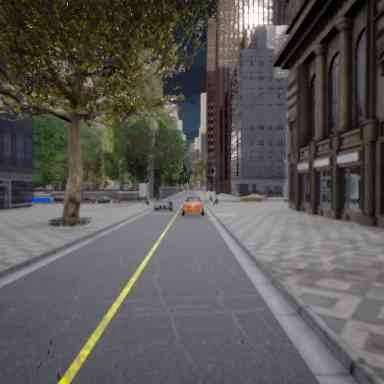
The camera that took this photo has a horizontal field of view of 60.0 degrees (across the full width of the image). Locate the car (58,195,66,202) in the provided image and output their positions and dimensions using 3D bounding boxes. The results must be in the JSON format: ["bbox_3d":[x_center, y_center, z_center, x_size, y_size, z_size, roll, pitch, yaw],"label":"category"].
[{"bbox_3d":[-25.937,1.329,65.866,4.403,1.369,2.008,0,1,0],"label":"car"}]

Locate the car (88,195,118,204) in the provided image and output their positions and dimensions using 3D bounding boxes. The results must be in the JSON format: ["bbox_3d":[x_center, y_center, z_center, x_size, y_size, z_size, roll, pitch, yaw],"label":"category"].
[{"bbox_3d":[-14.927,1.378,57.273,4.403,1.369,2.008,0,1,0],"label":"car"}]

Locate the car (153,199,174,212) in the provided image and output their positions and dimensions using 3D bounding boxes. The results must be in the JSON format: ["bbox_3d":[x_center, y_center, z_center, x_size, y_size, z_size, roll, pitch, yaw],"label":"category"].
[{"bbox_3d":[-3.051,1.444,36.535,1.994,1.385,4.181,0,0,0],"label":"car"}]

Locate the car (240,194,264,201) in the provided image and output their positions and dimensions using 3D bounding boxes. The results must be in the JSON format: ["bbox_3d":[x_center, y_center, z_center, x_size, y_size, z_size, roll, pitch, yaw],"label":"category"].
[{"bbox_3d":[11.935,1.036,65.633,4.829,1.417,1.752,-1,1,0],"label":"car"}]

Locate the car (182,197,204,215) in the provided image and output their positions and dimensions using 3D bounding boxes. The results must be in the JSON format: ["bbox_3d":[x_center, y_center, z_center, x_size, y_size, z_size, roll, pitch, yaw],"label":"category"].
[{"bbox_3d":[0.101,1.254,32.685,2.097,1.767,4.553,0,0,0],"label":"car"}]

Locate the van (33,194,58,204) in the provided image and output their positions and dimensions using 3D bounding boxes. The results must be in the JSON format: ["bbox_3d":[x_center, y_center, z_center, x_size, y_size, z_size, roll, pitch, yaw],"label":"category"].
[{"bbox_3d":[-25.978,1.228,57.337,3.998,1.788,1.690,0,1,0],"label":"van"}]

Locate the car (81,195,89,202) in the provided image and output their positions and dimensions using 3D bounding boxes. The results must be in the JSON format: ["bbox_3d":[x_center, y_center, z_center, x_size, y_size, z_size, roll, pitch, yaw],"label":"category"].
[{"bbox_3d":[-20.411,1.333,65.833,4.206,1.307,1.802,0,1,0],"label":"car"}]
